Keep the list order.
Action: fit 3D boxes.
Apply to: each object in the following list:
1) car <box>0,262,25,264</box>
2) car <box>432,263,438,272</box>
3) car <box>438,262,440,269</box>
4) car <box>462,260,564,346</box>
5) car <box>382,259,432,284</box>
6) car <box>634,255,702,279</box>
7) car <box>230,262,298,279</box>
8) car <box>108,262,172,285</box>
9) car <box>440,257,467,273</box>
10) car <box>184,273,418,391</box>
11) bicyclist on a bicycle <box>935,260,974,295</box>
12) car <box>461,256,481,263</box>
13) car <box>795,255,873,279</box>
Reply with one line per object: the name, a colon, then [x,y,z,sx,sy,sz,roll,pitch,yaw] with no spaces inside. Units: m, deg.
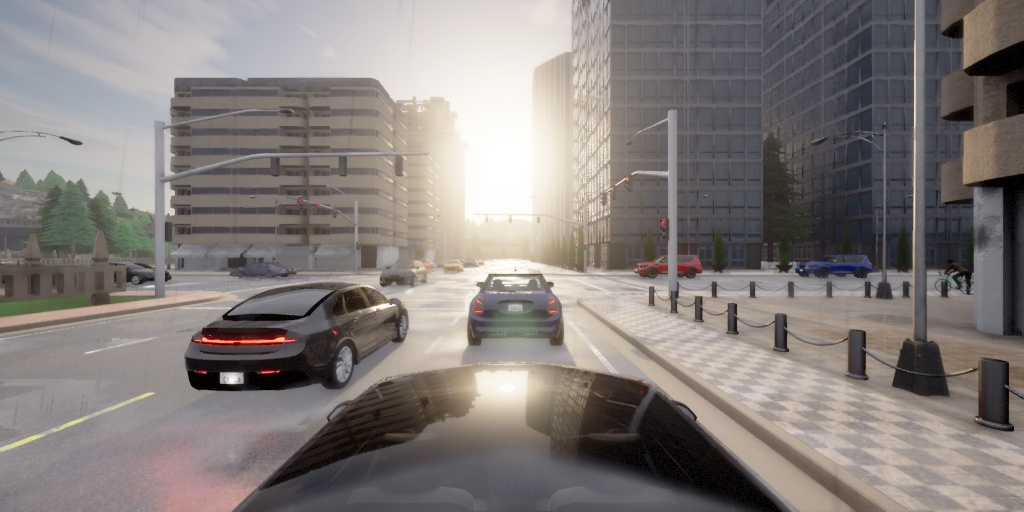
car: [-36.408,1.199,26.247,4.892,1.490,1.837,0,0,15]
car: [-10.697,1.102,42.506,2.097,1.767,4.553,0,0,3]
car: [-10.524,1.275,56.594,1.812,1.442,4.674,0,0,0]
car: [0.090,1.102,9.603,2.097,1.767,4.553,0,0,0]
car: [-7.078,1.079,23.784,2.097,1.767,4.553,0,0,0]
car: [13.707,0.917,31.536,5.566,2.045,2.150,0,0,0]
car: [-21.542,1.242,31.195,5.357,1.411,2.033,0,0,9]
car: [-26.505,1.199,24.902,4.892,1.490,1.837,0,0,4]
car: [-7.051,1.228,43.565,1.882,1.535,5.008,0,0,0]
car: [-3.427,1.255,6.831,1.837,1.490,4.892,0,0,0]
bicyclist on a bicycle: [21.018,0.996,17.004,0.582,1.620,1.656,0,0,0]
car: [-7.003,1.102,61.830,2.097,1.767,4.553,0,0,0]
car: [28.145,0.918,31.439,5.566,2.045,2.150,0,0,0]
